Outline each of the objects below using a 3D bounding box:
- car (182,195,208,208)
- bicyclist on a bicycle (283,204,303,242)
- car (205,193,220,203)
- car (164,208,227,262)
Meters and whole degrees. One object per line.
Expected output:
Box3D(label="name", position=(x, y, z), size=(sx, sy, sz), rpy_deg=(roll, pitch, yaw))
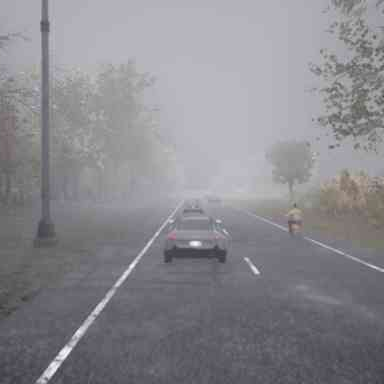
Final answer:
Box3D(label="car", position=(0.104, 1.284, 30.124), size=(2.033, 1.411, 5.357), rpy_deg=(0, 0, 0))
Box3D(label="bicyclist on a bicycle", position=(4.489, 1.309, 14.595), size=(0.866, 1.612, 1.509), rpy_deg=(0, 0, 0))
Box3D(label="car", position=(3.609, 1.085, 55.148), size=(1.994, 1.385, 4.181), rpy_deg=(0, 0, 0))
Box3D(label="car", position=(0.102, 1.460, 11.729), size=(1.994, 1.385, 4.181), rpy_deg=(0, 1, 0))
